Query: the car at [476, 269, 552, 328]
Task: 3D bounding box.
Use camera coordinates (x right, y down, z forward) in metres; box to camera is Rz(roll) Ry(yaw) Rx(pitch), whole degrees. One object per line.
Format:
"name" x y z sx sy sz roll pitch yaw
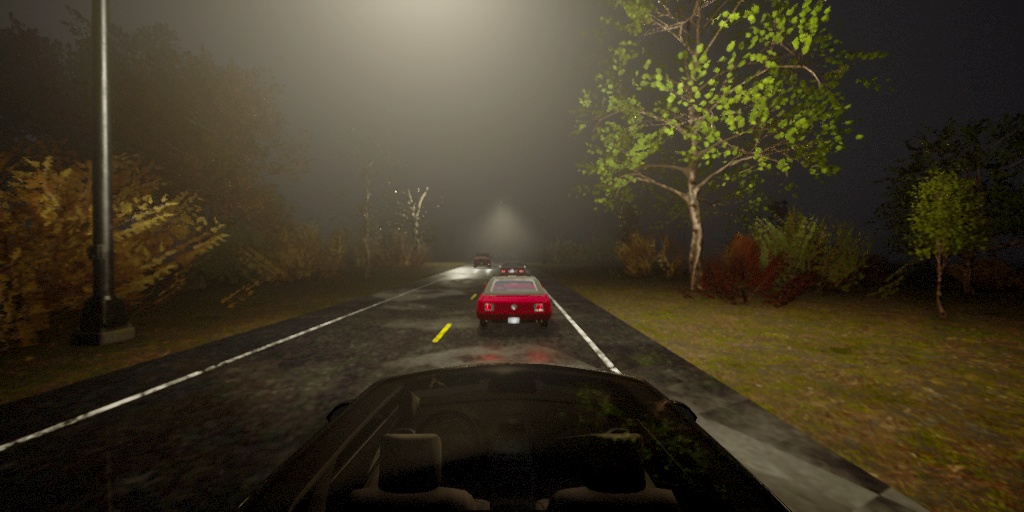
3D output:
"car" 0.060 1.261 10.966 1.895 1.301 4.718 0 1 0

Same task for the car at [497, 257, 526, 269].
"car" 0.028 1.055 26.679 2.033 1.411 5.357 0 1 0

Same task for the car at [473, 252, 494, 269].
"car" -3.776 0.523 46.383 2.150 2.045 5.566 0 1 -1
